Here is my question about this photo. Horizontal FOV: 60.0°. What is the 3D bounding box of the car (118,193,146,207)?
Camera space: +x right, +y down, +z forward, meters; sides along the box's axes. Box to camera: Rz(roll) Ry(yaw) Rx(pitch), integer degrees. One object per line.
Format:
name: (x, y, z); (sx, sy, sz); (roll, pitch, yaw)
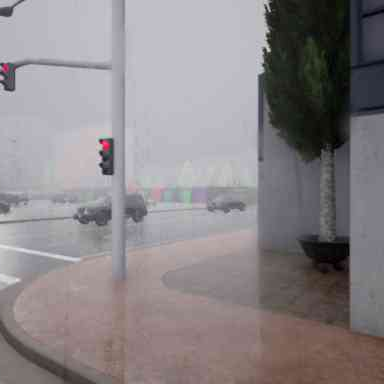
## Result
car: (-8.965, 1.159, 49.825); (3.866, 1.878, 1.905); (0, 0, 35)

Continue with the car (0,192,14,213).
car: (-20.304, 1.159, 33.809); (3.866, 1.878, 1.905); (0, 0, 35)

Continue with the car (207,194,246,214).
car: (3.887, 1.223, 36.569); (2.150, 2.045, 5.566); (0, 0, 37)

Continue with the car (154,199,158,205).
car: (-7.278, 1.399, 52.178); (3.806, 1.475, 1.970); (0, 0, 35)

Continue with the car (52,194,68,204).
car: (-23.257, 1.157, 59.959); (4.605, 1.855, 1.932); (0, 0, 35)

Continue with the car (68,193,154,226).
car: (-5.637, 1.223, 23.845); (2.150, 2.045, 5.566); (0, 0, 36)

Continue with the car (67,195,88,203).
car: (-21.526, 1.368, 62.282); (3.905, 1.438, 1.784); (0, 0, 35)
